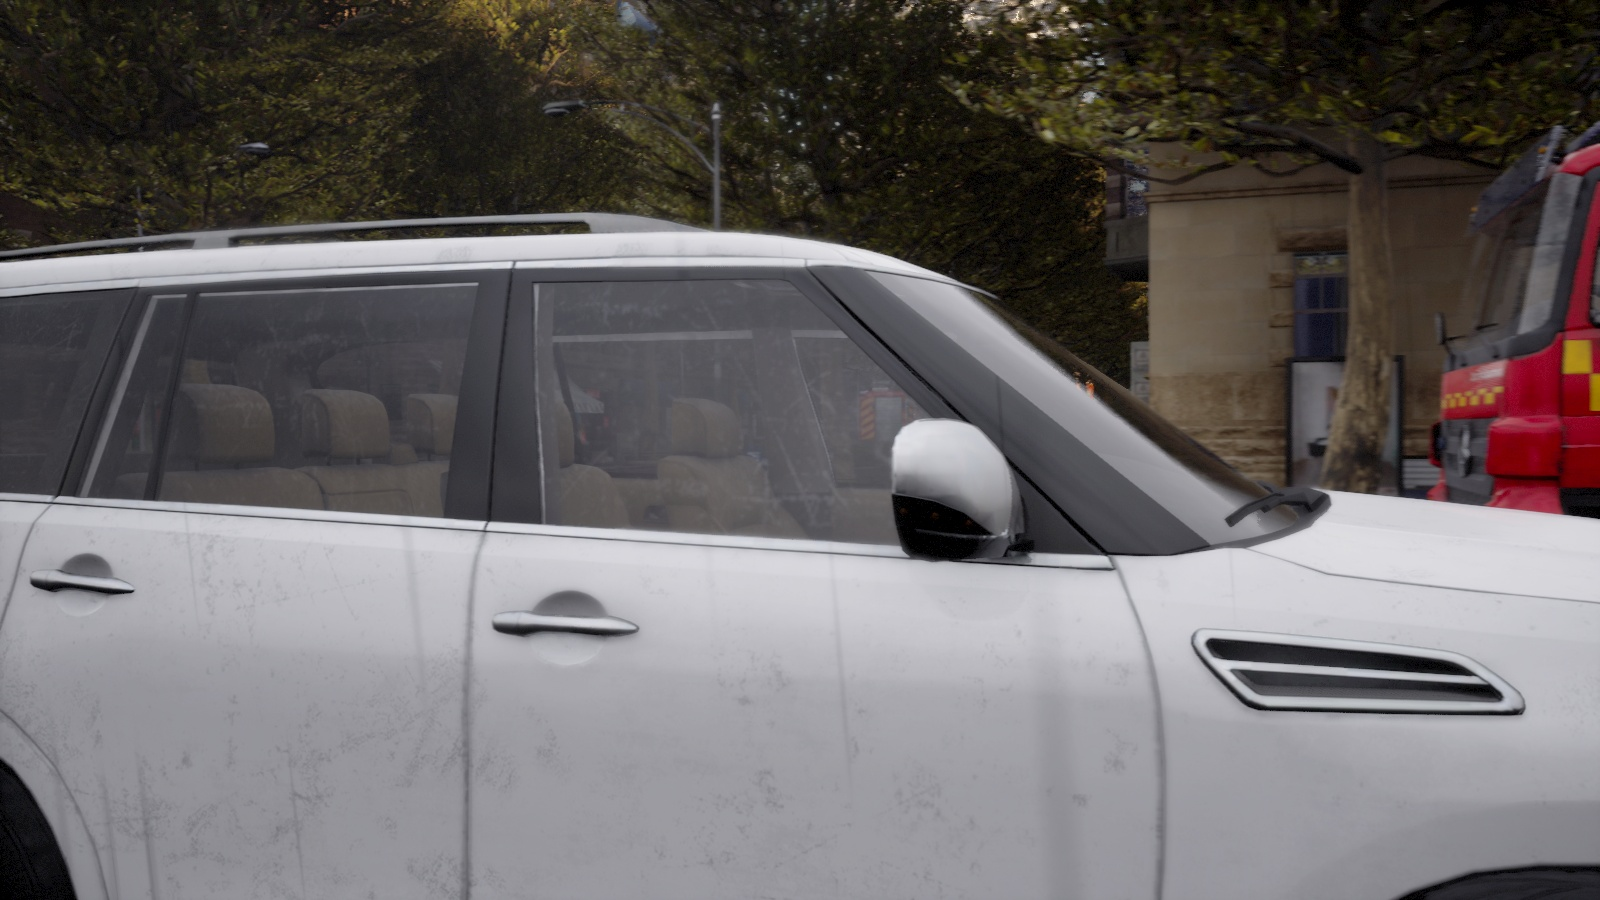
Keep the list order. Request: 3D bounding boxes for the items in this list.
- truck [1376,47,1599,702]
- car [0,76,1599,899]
[{"bbox_3d":[8.323,-0.429,7.642,8.468,3.827,2.891,1,1,19],"label":"truck"},{"bbox_3d":[-0.217,0.492,3.262,5.566,2.045,2.150,1,1,19],"label":"car"}]
